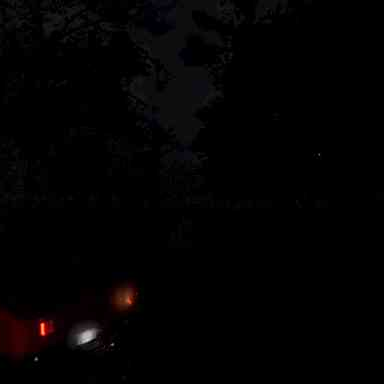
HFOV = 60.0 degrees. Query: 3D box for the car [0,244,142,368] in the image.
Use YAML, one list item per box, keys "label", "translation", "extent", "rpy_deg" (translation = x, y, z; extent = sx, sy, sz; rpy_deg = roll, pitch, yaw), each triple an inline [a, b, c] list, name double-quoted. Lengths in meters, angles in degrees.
- label: "car"
  translation: [-3.143, 1.575, 5.625]
  extent: [4.718, 1.301, 1.895]
  rpy_deg: [0, 0, 36]
